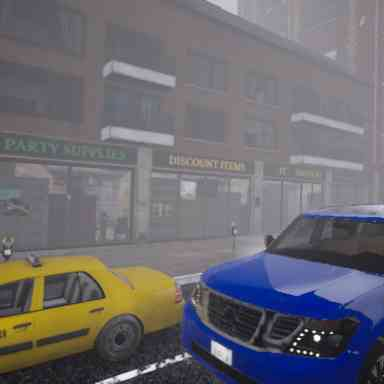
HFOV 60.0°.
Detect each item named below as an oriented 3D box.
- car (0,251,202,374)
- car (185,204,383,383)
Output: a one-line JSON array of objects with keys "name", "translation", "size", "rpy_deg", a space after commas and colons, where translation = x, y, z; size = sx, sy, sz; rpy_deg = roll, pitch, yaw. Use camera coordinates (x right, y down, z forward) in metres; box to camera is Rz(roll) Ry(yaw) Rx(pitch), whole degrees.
[{"name": "car", "translation": [-2.376, 1.527, 4.379], "size": [4.829, 1.417, 1.752], "rpy_deg": [0, 2, -35]}, {"name": "car", "translation": [2.540, 1.232, 4.873], "size": [5.566, 2.045, 2.150], "rpy_deg": [0, 0, -35]}]
